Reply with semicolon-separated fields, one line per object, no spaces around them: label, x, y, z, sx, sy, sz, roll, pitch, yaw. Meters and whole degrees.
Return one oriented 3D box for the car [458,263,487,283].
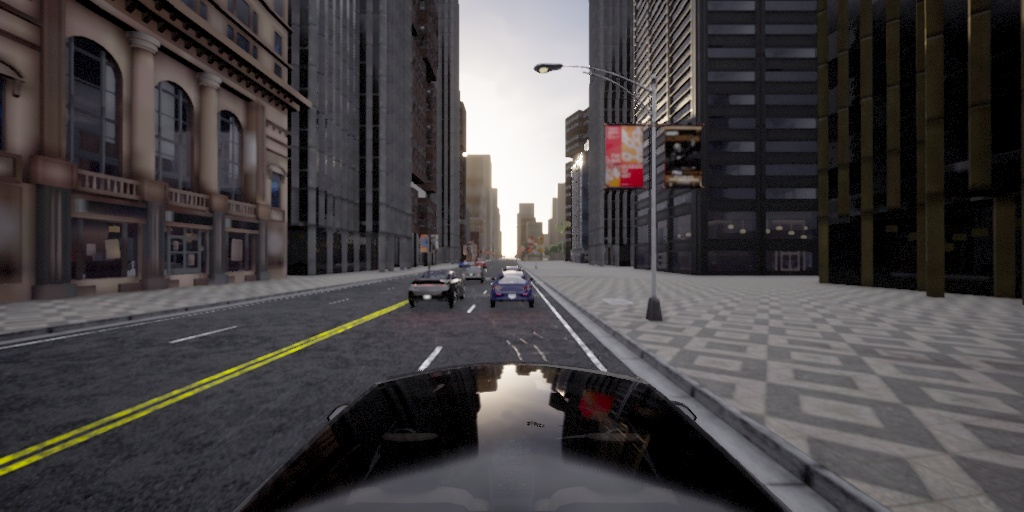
car;-3.237;1.551;30.828;2.033;1.411;5.357;0;0;0

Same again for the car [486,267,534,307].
car;0.009;1.404;16.209;1.812;1.442;4.674;0;0;0

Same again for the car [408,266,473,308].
car;-3.241;1.370;16.136;2.128;1.511;4.902;0;0;0
